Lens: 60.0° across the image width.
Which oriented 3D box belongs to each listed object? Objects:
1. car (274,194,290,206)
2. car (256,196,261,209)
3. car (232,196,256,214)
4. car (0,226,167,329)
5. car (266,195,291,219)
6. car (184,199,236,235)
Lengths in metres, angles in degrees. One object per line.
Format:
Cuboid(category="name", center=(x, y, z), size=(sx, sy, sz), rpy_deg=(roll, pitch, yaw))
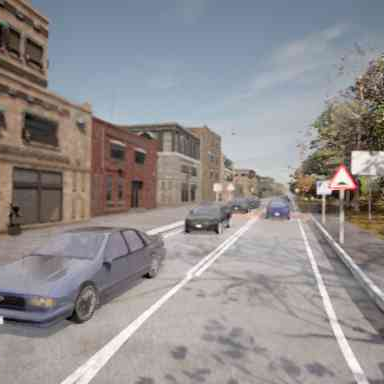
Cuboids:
Cuboid(category="car", center=(13.548, 1.175, 49.707), size=(2.128, 1.511, 4.902), rpy_deg=(0, 1, 17))
Cuboid(category="car", center=(7.247, 1.242, 40.161), size=(1.837, 1.490, 4.892), rpy_deg=(0, 1, 17))
Cuboid(category="car", center=(4.269, 1.148, 29.945), size=(1.994, 1.385, 4.181), rpy_deg=(0, 1, 16))
Cuboid(category="car", center=(-2.205, 1.521, 7.534), size=(2.033, 1.411, 5.357), rpy_deg=(0, 0, 16))
Cuboid(category="car", center=(7.070, 1.254, 27.301), size=(1.812, 1.442, 4.674), rpy_deg=(0, 7, 16))
Cuboid(category="car", center=(1.019, 1.388, 18.706), size=(1.882, 1.535, 5.008), rpy_deg=(0, 0, 16))
